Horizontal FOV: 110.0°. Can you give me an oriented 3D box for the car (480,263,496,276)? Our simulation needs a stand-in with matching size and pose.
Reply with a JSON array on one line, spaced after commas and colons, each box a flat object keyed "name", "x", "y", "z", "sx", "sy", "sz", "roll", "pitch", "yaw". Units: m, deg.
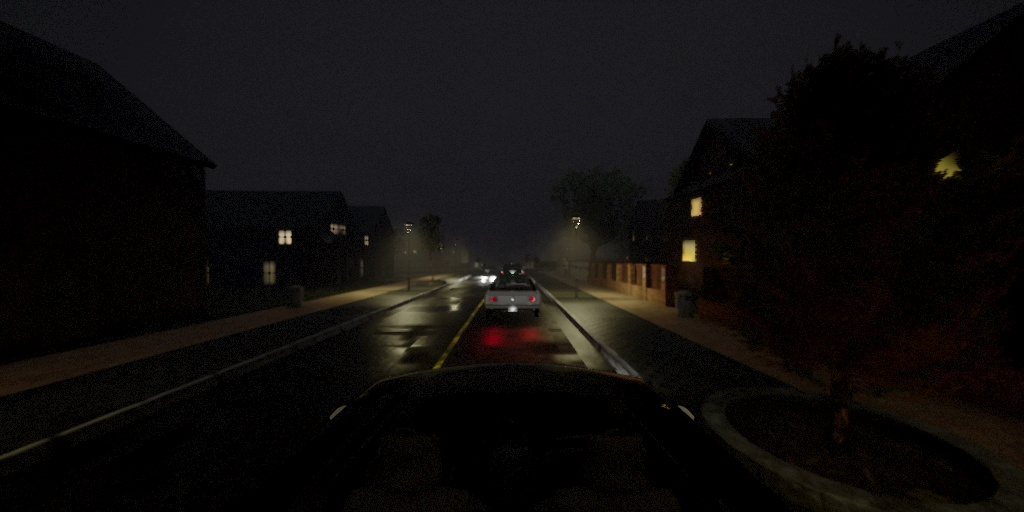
[{"name": "car", "x": -2.772, "y": 1.602, "z": 43.611, "sx": 2.128, "sy": 1.511, "sz": 4.902, "roll": 0, "pitch": -1, "yaw": 1}]

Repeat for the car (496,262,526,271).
[{"name": "car", "x": 0.059, "y": 1.311, "z": 29.198, "sx": 2.097, "sy": 1.767, "sz": 4.553, "roll": 0, "pitch": -1, "yaw": 1}]

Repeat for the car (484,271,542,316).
[{"name": "car", "x": 0.047, "y": 1.433, "z": 13.722, "sx": 1.895, "sy": 1.301, "sz": 4.718, "roll": 0, "pitch": 0, "yaw": 1}]
